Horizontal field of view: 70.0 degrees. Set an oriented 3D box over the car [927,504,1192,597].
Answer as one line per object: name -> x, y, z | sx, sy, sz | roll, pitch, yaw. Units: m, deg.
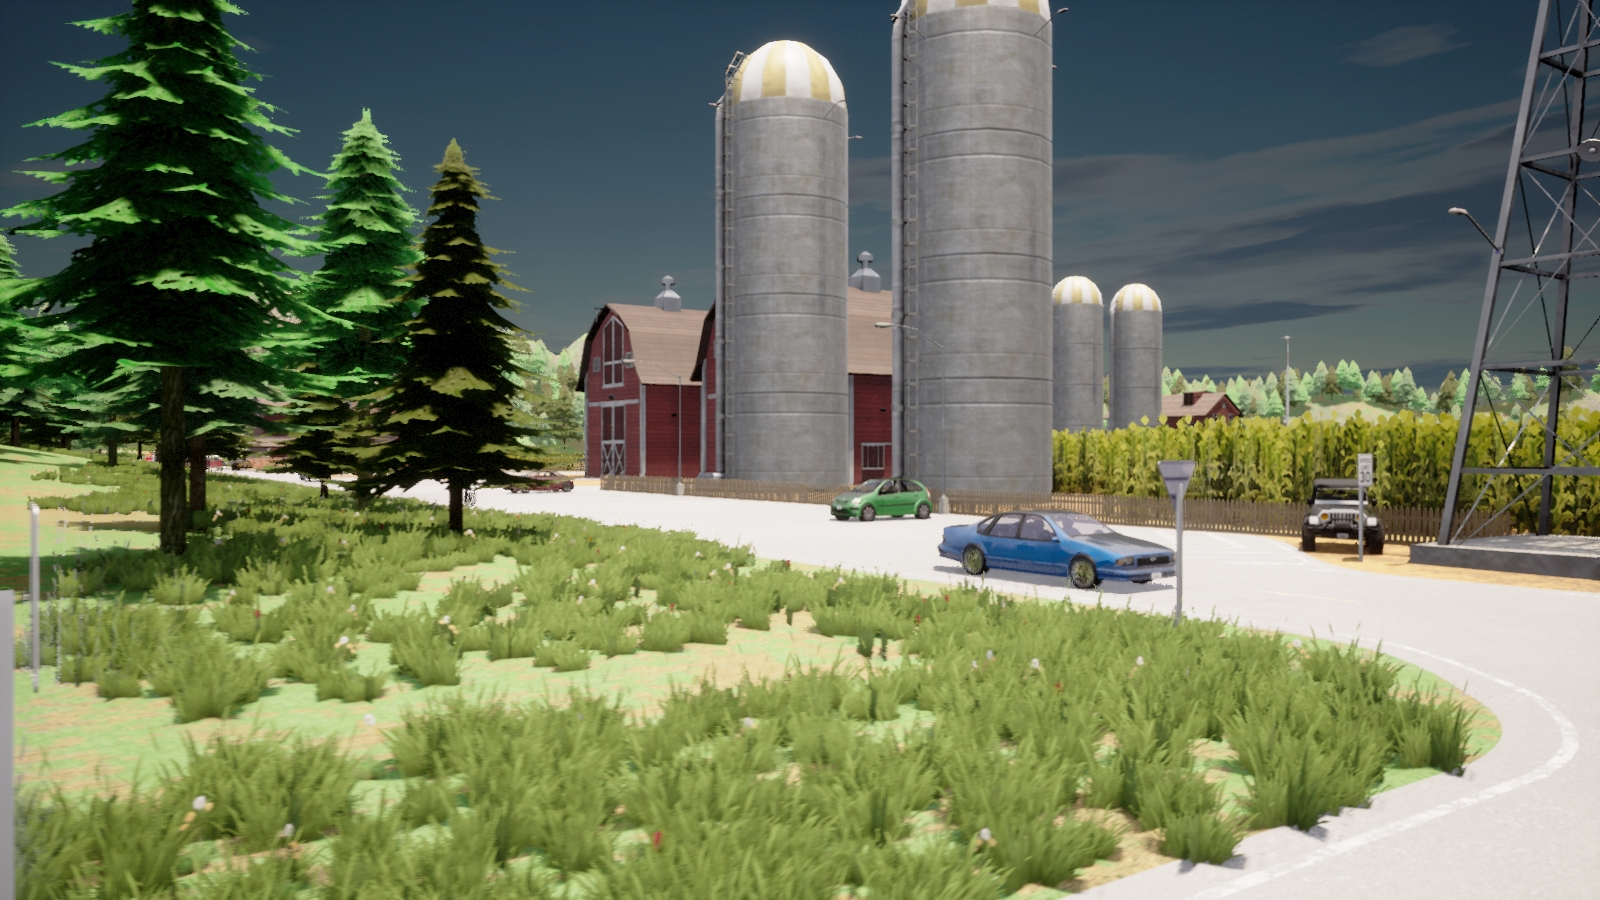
car -> 5.136, 1.950, 23.447 | 2.033, 1.411, 5.357 | 0, 0, -34
